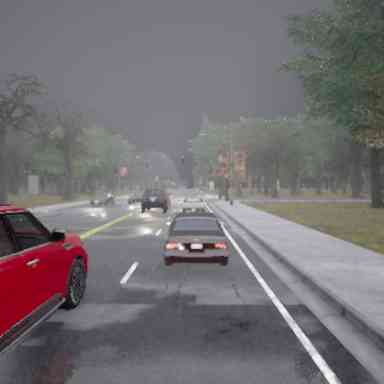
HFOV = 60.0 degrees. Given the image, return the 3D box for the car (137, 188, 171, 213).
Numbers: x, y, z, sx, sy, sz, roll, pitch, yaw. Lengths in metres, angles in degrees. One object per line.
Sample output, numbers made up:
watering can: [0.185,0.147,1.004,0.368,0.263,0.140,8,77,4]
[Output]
car: [-3.104,0.683,29.182,2.150,2.045,5.566,0,1,0]

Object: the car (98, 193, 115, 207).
car: [-9.752,0.823,36.535,2.128,1.511,4.902,0,1,1]

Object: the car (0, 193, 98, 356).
car: [-3.142,1.139,4.301,2.150,2.045,5.566,0,1,0]

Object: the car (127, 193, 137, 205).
car: [-6.467,0.832,40.105,1.994,1.385,4.181,0,1,1]

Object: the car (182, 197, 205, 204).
car: [0.140,1.072,28.687,1.895,1.301,4.718,0,1,0]

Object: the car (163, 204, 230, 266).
car: [0.119,1.346,10.742,2.033,1.411,5.357,0,1,0]
